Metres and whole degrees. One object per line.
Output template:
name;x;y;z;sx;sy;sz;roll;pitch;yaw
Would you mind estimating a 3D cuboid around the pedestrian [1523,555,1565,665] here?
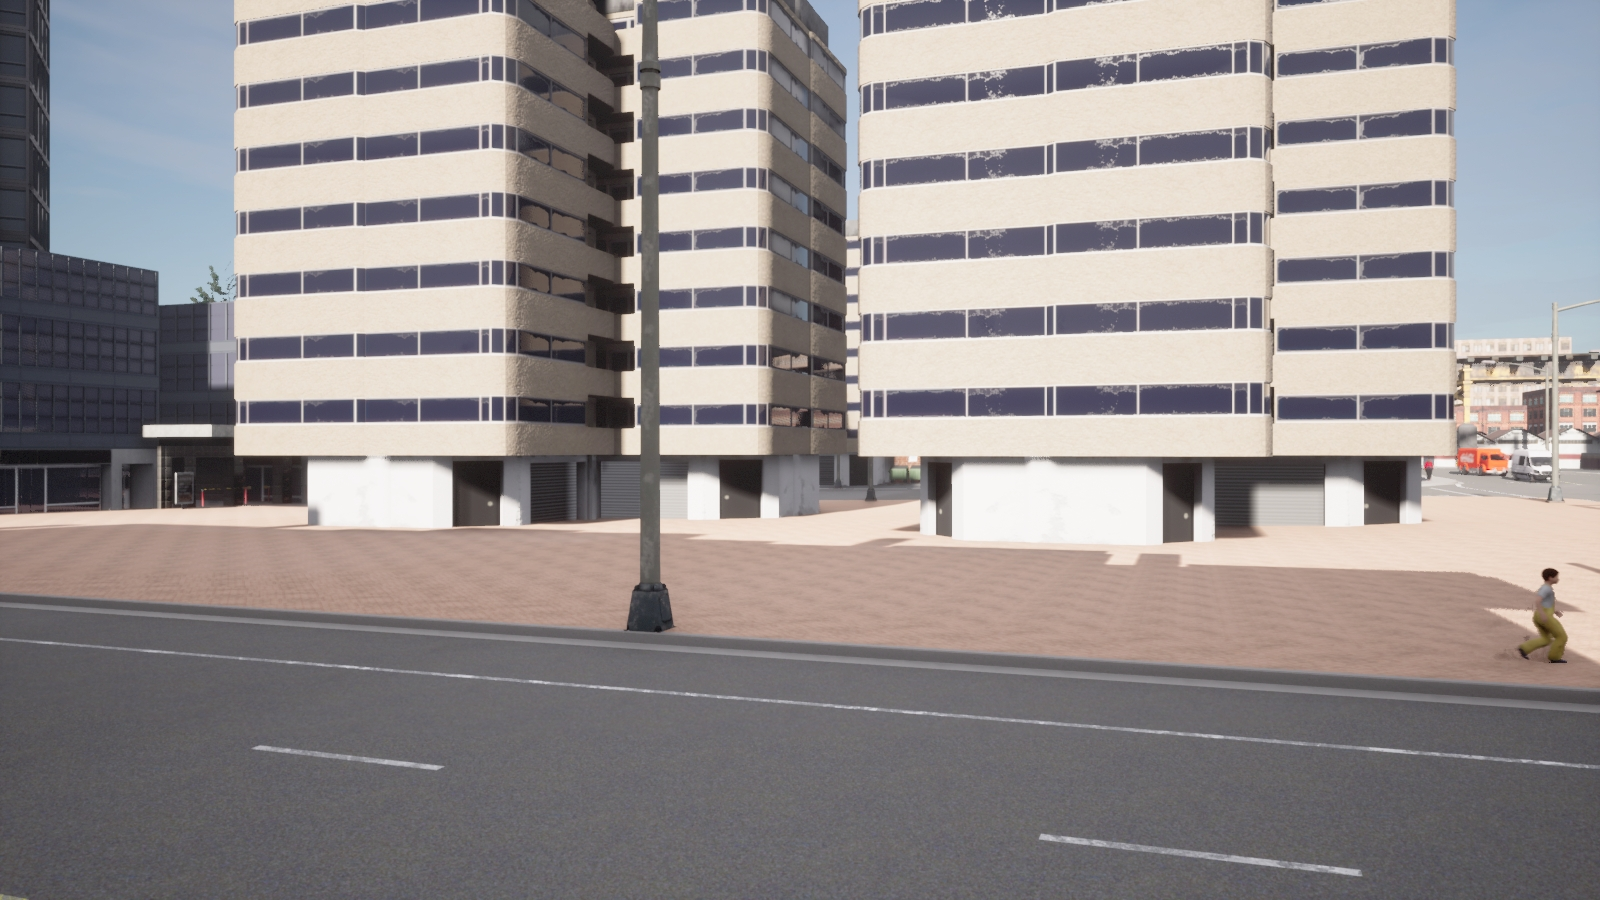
pedestrian;9.254;1.975;14.223;0.375;1.300;0.375;0;0;22
